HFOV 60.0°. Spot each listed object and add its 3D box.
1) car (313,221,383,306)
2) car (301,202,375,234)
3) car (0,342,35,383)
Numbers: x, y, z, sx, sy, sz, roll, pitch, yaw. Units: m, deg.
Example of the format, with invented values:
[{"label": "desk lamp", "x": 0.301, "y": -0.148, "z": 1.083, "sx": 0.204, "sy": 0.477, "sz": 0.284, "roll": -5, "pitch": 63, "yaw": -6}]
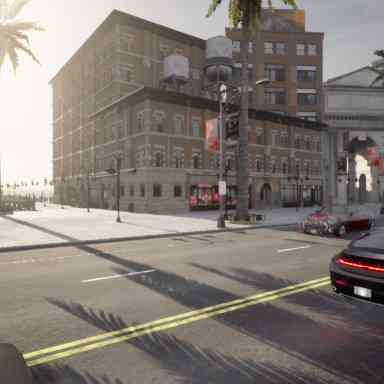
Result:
[{"label": "car", "x": 4.966, "y": 1.505, "z": 7.252, "sx": 4.892, "sy": 1.490, "sz": 1.837, "roll": 0, "pitch": 0, "yaw": -36}, {"label": "car", "x": 7.990, "y": 1.418, "z": 18.123, "sx": 4.553, "sy": 1.767, "sz": 2.097, "roll": 0, "pitch": 0, "yaw": -35}, {"label": "car", "x": -3.440, "y": 1.547, "z": 1.282, "sx": 5.357, "sy": 1.411, "sz": 2.033, "roll": 0, "pitch": 0, "yaw": -36}]
